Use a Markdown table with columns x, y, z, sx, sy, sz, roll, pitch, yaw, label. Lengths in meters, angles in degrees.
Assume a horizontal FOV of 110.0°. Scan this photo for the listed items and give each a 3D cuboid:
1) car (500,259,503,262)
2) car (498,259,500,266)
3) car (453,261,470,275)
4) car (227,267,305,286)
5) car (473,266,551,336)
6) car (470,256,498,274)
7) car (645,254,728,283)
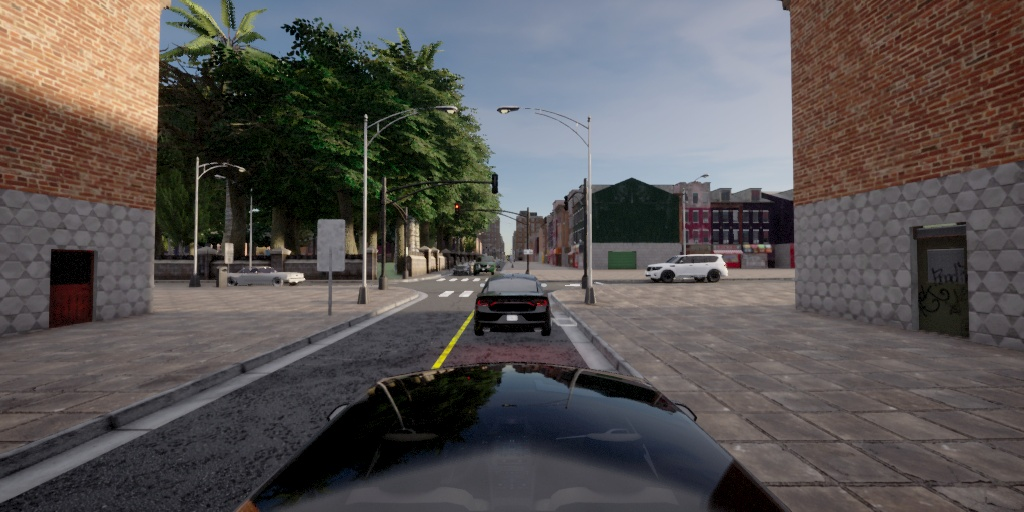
| x | y | z | sx | sy | sz | roll | pitch | yaw | label |
| --- | --- | --- | --- | --- | --- | --- | --- | --- | --- |
| -3.021 | 1.378 | 61.793 | 2.033 | 1.411 | 5.357 | 0 | 0 | 0 | car |
| -2.961 | 1.277 | 49.305 | 1.882 | 1.535 | 5.008 | 0 | 0 | 0 | car |
| -5.467 | 1.333 | 39.620 | 2.007 | 1.370 | 4.403 | 0 | 0 | 0 | car |
| -16.123 | 1.342 | 23.206 | 4.718 | 1.301 | 1.895 | 0 | -1 | 0 | car |
| 0.034 | 1.231 | 10.476 | 1.882 | 1.535 | 5.008 | 0 | 0 | 1 | car |
| -2.900 | 1.003 | 38.806 | 2.150 | 2.045 | 5.566 | 0 | 0 | -1 | car |
| 12.695 | 0.904 | 26.268 | 5.566 | 2.045 | 2.150 | -1 | -1 | 0 | car |
